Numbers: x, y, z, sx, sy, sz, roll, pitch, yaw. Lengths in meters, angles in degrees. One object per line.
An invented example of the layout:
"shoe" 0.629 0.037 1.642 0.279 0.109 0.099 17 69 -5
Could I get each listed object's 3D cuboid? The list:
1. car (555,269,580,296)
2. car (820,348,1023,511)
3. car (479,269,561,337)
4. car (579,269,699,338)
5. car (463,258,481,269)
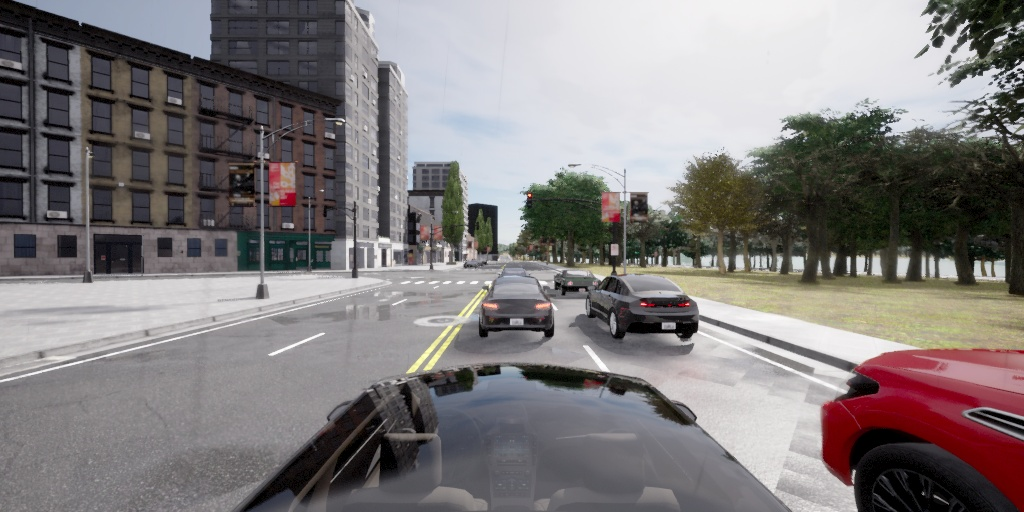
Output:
"car" 3.379 1.347 19.411 1.895 1.301 4.718 0 0 0
"car" 3.348 0.972 0.235 2.150 2.045 5.566 0 0 0
"car" 0.116 1.274 10.136 1.812 1.442 4.674 0 0 0
"car" 3.363 1.253 10.098 1.837 1.490 4.892 0 0 0
"car" -6.499 1.298 56.362 1.994 1.385 4.181 0 0 0
